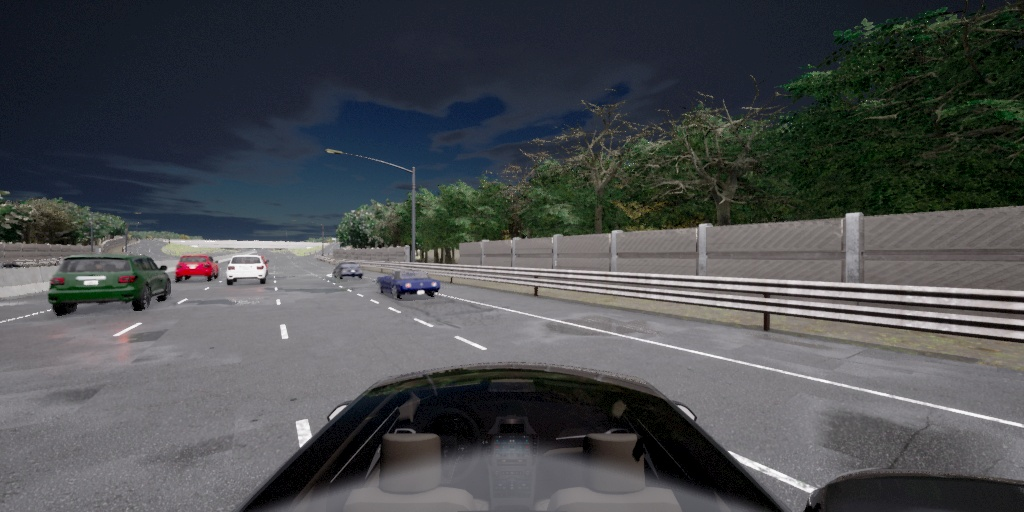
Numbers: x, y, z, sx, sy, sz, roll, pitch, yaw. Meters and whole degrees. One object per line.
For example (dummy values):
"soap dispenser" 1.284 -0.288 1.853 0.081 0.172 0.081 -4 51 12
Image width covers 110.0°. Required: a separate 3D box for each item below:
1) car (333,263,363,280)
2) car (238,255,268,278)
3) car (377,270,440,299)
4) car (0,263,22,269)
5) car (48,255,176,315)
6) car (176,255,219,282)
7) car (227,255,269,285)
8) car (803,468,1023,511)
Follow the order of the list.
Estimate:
"car" -14.539 1.282 31.688 2.033 1.411 5.357 0 0 -34
"car" -25.261 0.946 35.134 2.150 2.045 5.566 0 0 -34
"car" -5.364 1.347 18.048 1.895 1.301 4.718 0 0 -34
"car" -34.917 1.231 24.019 1.837 1.490 4.892 0 0 -34
"car" -15.261 0.965 13.943 2.150 2.045 5.566 0 0 -34
"car" -25.467 0.949 29.132 2.150 2.045 5.566 0 0 -34
"car" -19.272 0.957 26.181 2.150 2.045 5.566 0 0 -34
"car" 2.986 1.315 0.431 4.181 1.385 1.994 0 0 34
